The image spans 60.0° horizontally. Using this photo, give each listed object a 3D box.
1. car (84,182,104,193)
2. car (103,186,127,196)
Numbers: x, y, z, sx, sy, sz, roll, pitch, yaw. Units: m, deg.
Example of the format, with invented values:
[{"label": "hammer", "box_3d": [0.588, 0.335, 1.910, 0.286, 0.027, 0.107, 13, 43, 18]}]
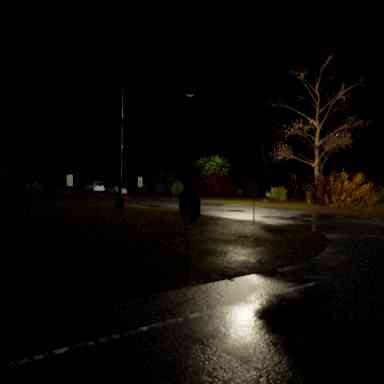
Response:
[{"label": "car", "box_3d": [-17.567, -0.803, 59.998, 2.150, 2.045, 5.566, 0, 2, -36]}, {"label": "car", "box_3d": [-11.706, -0.176, 51.865, 1.812, 1.442, 4.674, 0, 2, -36]}]
